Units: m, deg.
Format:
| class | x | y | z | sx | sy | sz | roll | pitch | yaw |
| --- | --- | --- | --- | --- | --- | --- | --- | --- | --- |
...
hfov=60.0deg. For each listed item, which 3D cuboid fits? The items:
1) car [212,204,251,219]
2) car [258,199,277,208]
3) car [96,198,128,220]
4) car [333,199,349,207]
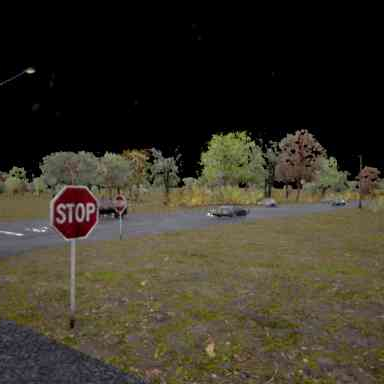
| class | x | y | z | sx | sy | sz | roll | pitch | yaw |
| --- | --- | --- | --- | --- | --- | --- | --- | --- | --- |
| car | 4.170 | 1.983 | 34.579 | 2.033 | 1.411 | 5.357 | 1 | 0 | 36 |
| car | 13.566 | 1.984 | 59.556 | 2.097 | 1.767 | 4.553 | 1 | -1 | 36 |
| car | -8.198 | 1.555 | 29.400 | 2.150 | 2.045 | 5.566 | 1 | 1 | 36 |
| car | 33.131 | 2.368 | 74.707 | 2.097 | 1.767 | 4.553 | 1 | 0 | 36 |
